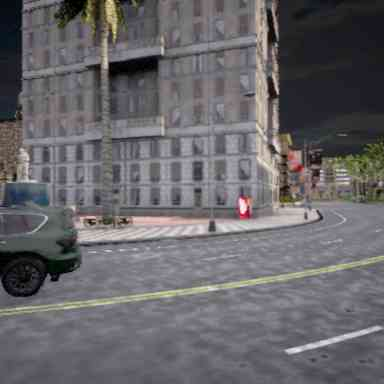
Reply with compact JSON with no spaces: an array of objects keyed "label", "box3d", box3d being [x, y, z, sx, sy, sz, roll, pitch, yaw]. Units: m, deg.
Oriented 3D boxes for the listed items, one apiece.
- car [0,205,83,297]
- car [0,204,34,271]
[{"label":"car","box3d":[-5.597,1.397,8.159,5.566,2.045,2.150,0,-1,-16]},{"label":"car","box3d":[-8.501,1.463,10.989,5.566,2.045,2.150,0,-1,-12]}]
